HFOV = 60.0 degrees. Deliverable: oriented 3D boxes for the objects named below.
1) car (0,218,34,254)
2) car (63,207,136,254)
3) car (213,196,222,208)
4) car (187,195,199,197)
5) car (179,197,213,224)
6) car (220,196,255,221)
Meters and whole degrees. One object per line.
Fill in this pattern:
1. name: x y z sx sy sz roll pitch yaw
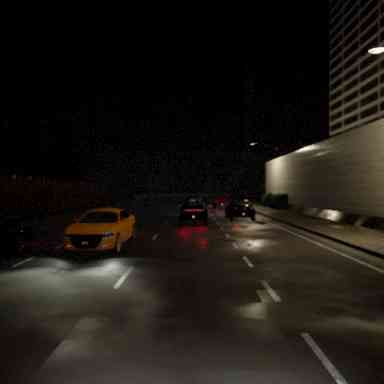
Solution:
1. car: -7.013 1.533 10.523 1.895 1.301 4.718 0 0 1
2. car: -3.504 1.392 13.389 1.882 1.535 5.008 0 0 0
3. car: 3.591 1.259 41.876 1.812 1.442 4.674 0 0 0
4. car: 0.090 1.098 39.909 2.097 1.767 4.553 0 0 0
5. car: 0.097 1.343 23.190 2.128 1.511 4.902 0 0 0
6. car: 3.597 1.328 25.495 2.128 1.511 4.902 0 0 0
